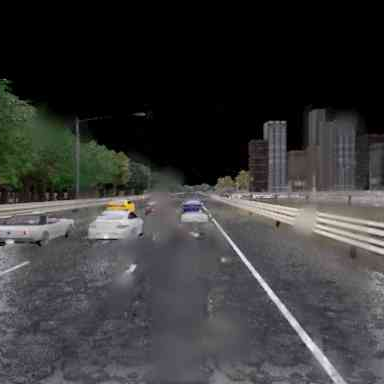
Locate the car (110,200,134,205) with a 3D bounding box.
[{"bbox_3d":[-6.907,1.479,32.797,1.882,1.535,5.008,0,0,0],"label":"car"}]

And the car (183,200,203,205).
[{"bbox_3d":[0.095,1.479,32.826,1.882,1.535,5.008,0,0,0],"label":"car"}]

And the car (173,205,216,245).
[{"bbox_3d":[0.113,1.526,15.413,1.812,1.442,4.674,0,0,0],"label":"car"}]

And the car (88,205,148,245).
[{"bbox_3d":[-3.403,1.526,15.453,1.812,1.442,4.674,0,0,0],"label":"car"}]

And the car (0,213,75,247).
[{"bbox_3d":[-6.904,1.601,14.883,1.895,1.301,4.718,0,0,0],"label":"car"}]

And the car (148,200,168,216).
[{"bbox_3d":[-3.406,1.527,32.429,1.812,1.442,4.674,0,0,0],"label":"car"}]
